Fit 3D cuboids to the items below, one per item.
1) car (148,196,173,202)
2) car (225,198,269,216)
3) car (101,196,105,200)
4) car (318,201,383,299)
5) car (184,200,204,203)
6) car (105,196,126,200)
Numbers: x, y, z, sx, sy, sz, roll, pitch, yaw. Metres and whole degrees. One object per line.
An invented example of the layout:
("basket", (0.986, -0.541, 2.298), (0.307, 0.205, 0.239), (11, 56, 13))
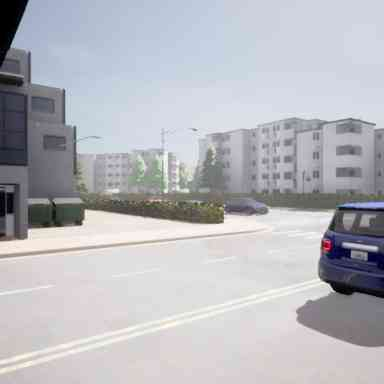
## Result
("car", (-4.355, 1.349, 46.367), (2.097, 1.767, 4.553), (0, 0, -36))
("car", (5.392, 1.350, 32.846), (2.097, 1.767, 4.553), (0, 0, -36))
("car", (-14.687, 1.416, 59.959), (4.892, 1.490, 1.837), (0, 0, 45))
("car", (5.156, 1.221, 7.473), (5.566, 2.045, 2.150), (0, 0, -36))
("car", (0.442, 1.524, 33.731), (1.812, 1.442, 4.674), (0, 0, -36))
("car", (-10.820, 1.562, 49.307), (1.994, 1.385, 4.181), (0, 0, -36))
